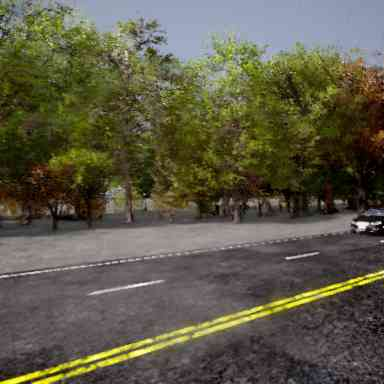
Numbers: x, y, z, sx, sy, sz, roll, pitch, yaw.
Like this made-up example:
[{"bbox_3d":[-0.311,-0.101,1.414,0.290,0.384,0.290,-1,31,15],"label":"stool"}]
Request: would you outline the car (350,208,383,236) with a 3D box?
[{"bbox_3d":[11.533,1.739,20.171,4.902,1.511,2.128,0,-1,-36],"label":"car"}]
